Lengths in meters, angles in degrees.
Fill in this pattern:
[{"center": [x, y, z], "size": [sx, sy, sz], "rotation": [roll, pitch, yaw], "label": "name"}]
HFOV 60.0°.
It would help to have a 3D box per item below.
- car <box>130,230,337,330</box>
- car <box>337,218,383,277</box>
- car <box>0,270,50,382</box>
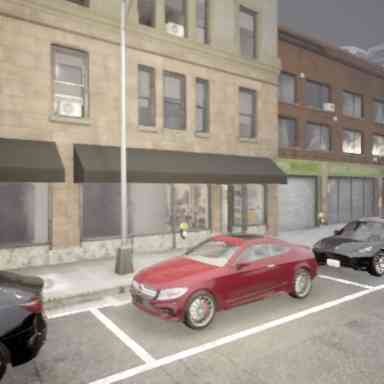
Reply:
[{"center": [0.840, 1.536, 6.742], "size": [4.206, 1.307, 1.802], "rotation": [-1, 0, -35], "label": "car"}, {"center": [5.505, 1.476, 9.986], "size": [4.313, 1.339, 1.947], "rotation": [-1, 0, -35], "label": "car"}, {"center": [-3.825, 1.563, 3.498], "size": [4.313, 1.339, 1.947], "rotation": [-1, 0, -35], "label": "car"}]
